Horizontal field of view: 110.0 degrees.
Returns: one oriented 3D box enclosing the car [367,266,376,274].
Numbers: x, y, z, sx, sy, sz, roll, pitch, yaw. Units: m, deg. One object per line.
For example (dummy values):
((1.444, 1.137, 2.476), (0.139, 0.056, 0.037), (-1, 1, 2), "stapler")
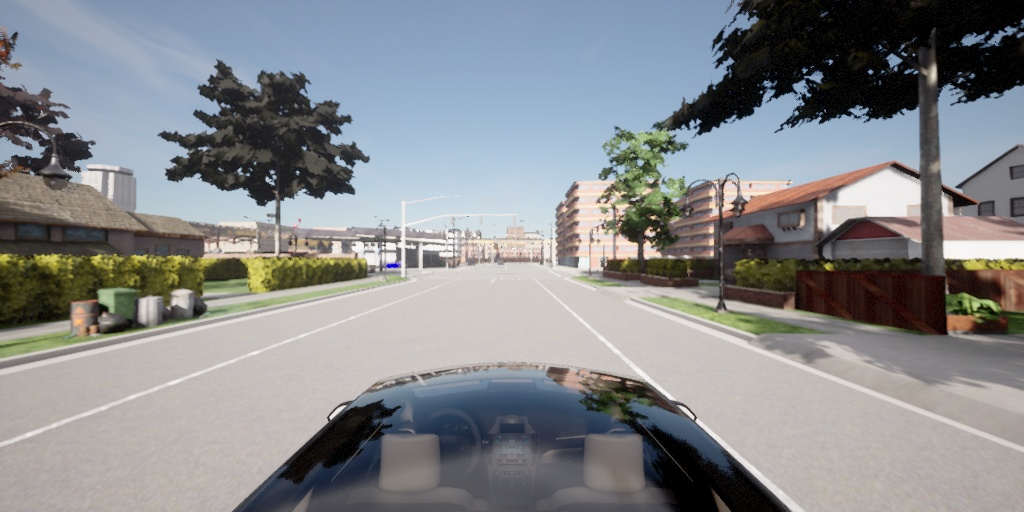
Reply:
((-20.273, 1.618, 46.492), (4.718, 1.301, 1.895), (0, -1, 0), "car")
